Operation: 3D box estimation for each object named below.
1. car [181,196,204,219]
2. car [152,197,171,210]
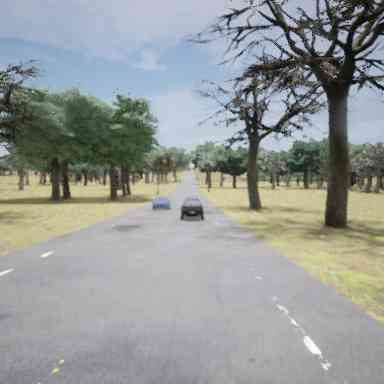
[{"bbox_3d":[0.037,1.414,28.426,1.882,1.535,5.008,0,1,0],"label":"car"},{"bbox_3d":[-3.545,1.283,39.357,1.882,1.535,5.008,0,1,0],"label":"car"}]
